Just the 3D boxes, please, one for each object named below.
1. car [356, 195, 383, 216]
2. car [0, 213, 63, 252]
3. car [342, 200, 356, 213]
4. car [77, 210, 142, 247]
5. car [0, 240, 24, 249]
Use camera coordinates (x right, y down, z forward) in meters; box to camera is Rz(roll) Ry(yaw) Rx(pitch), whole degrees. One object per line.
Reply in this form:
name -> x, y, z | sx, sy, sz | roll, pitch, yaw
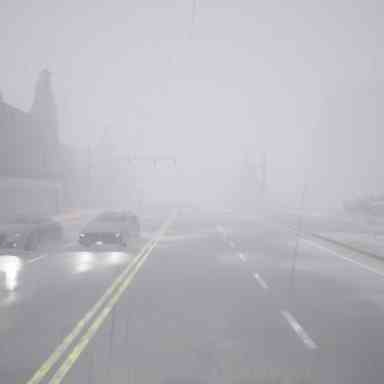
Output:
car -> 17.783, 1.191, 30.737 | 3.866, 1.878, 1.905 | 0, 0, -2
car -> -7.036, 1.580, 13.890 | 1.994, 1.385, 4.181 | 0, 0, 0
car -> 17.762, 1.191, 33.632 | 4.605, 1.855, 1.932 | 0, 0, -2
car -> -3.519, 1.565, 15.351 | 2.033, 1.411, 5.357 | 0, 0, 0
car -> -3.585, 1.496, 2.450 | 2.128, 1.511, 4.902 | 0, 0, 0
